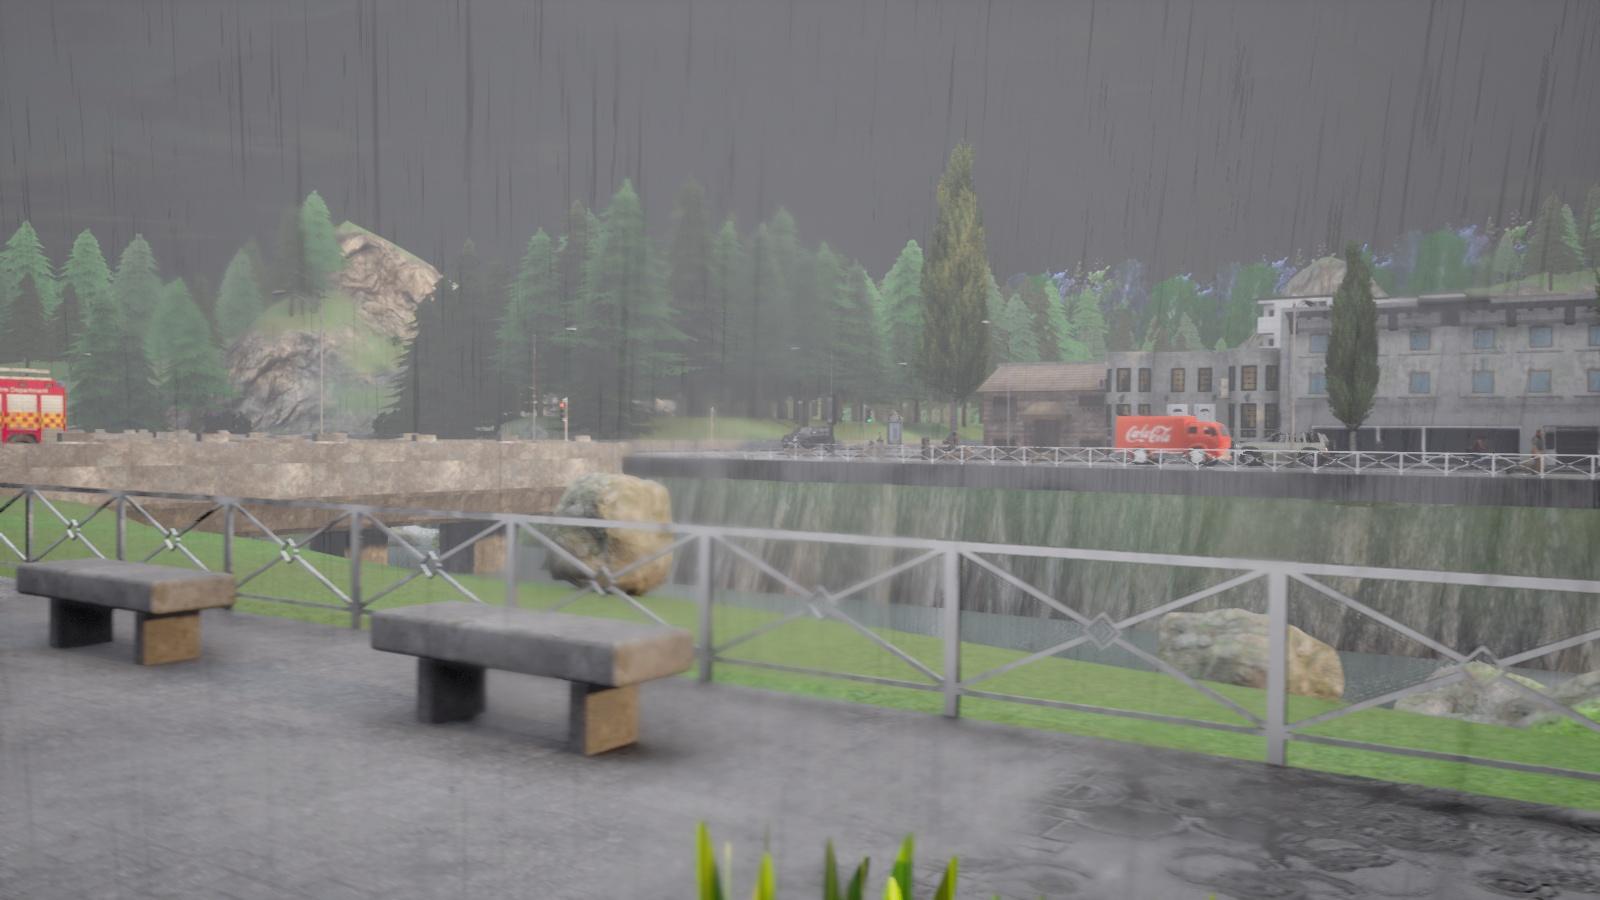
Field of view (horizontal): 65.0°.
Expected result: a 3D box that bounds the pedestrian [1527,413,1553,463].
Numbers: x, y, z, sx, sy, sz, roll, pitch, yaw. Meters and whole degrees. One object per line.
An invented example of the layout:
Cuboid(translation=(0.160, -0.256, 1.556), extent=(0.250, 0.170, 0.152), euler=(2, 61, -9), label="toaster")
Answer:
Cuboid(translation=(27.621, -0.449, 46.883), extent=(0.540, 1.848, 0.694), euler=(-1, 1, -41), label="pedestrian")

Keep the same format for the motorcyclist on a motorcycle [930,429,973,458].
Cuboid(translation=(8.716, -0.386, 72.437), extent=(2.350, 1.649, 0.766), euler=(0, 1, 34), label="motorcyclist on a motorcycle")

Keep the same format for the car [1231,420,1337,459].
Cuboid(translation=(23.984, -0.519, 62.297), extent=(4.605, 1.855, 1.932), euler=(0, 1, 34), label="car")

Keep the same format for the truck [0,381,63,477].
Cuboid(translation=(-34.025, -0.796, 49.138), extent=(2.891, 3.827, 8.468), euler=(0, 1, 34), label="truck")

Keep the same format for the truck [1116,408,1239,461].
Cuboid(translation=(18.375, -0.758, 61.215), extent=(5.204, 2.467, 2.627), euler=(0, 1, 34), label="truck")
